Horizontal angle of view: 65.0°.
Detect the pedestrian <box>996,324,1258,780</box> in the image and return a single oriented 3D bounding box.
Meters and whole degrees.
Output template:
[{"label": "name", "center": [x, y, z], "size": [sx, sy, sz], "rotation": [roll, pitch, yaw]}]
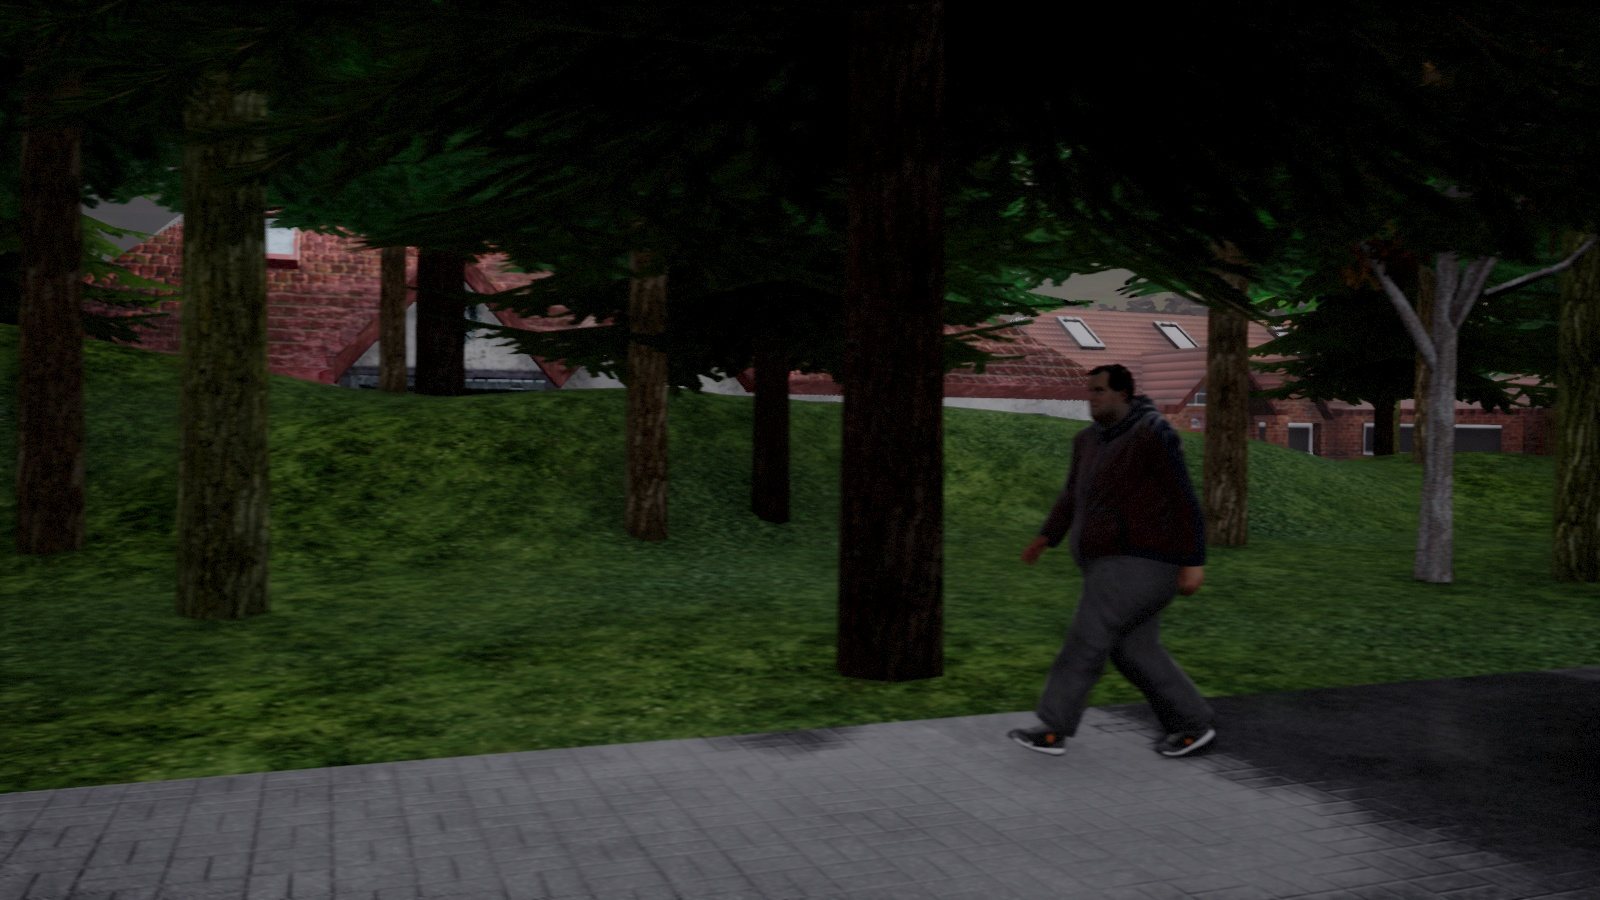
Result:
[{"label": "pedestrian", "center": [1.415, 0.403, 5.498], "size": [0.899, 1.844, 0.634], "rotation": [-1, 1, -16]}]
